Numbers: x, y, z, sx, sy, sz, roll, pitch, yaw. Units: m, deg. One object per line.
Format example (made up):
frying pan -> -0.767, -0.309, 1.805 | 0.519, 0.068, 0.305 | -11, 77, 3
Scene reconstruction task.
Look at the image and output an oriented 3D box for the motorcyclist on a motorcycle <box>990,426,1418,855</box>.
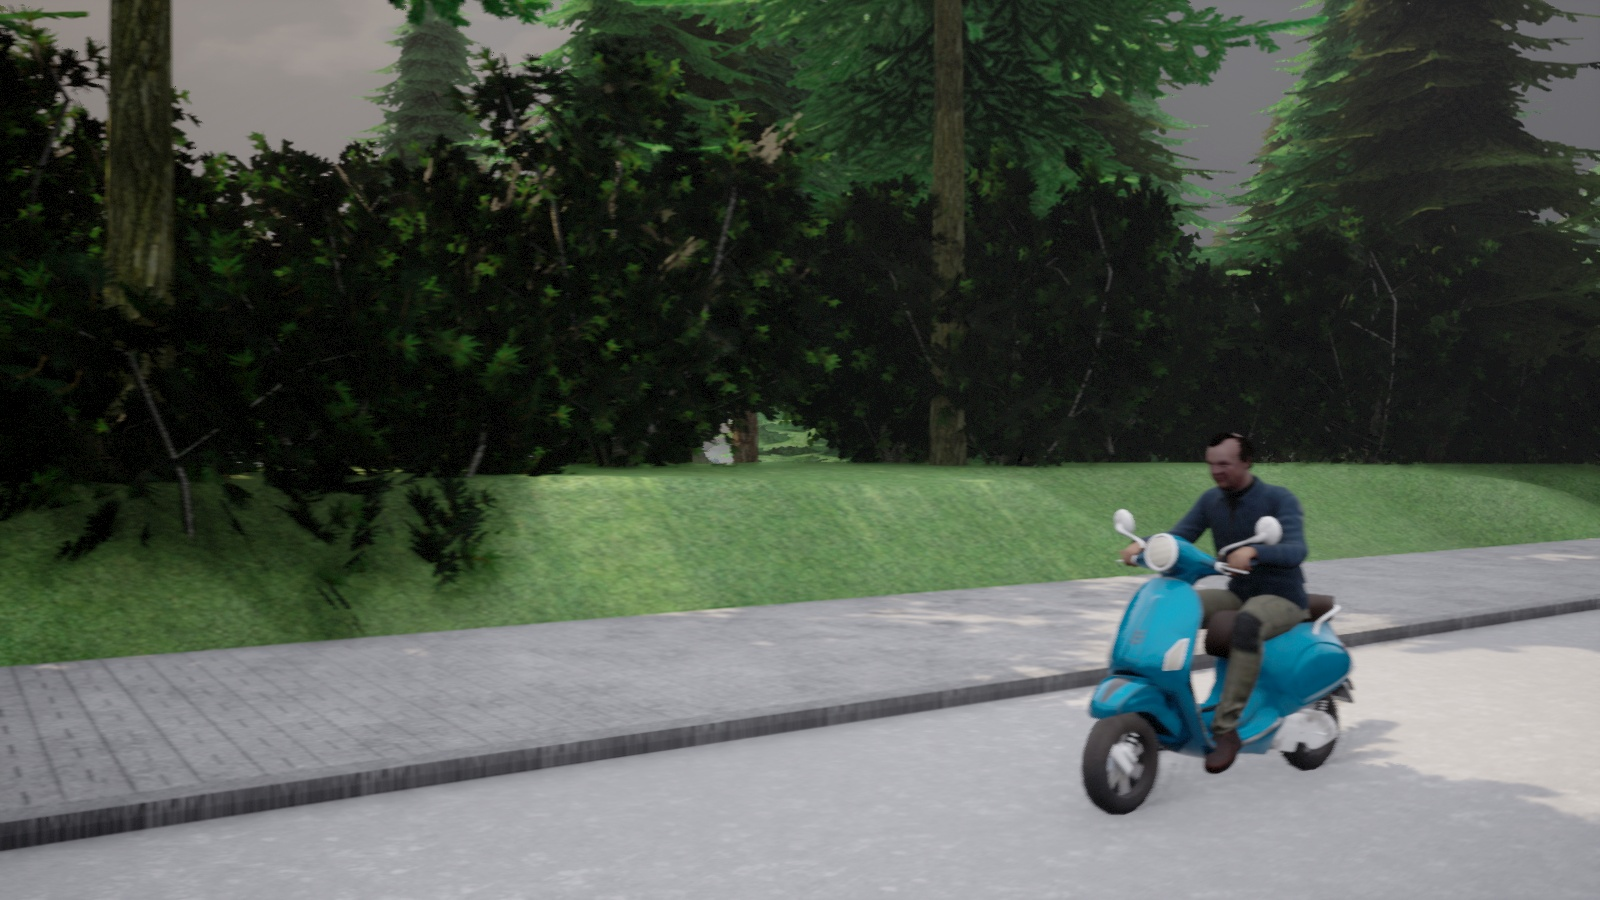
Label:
motorcyclist on a motorcycle -> 1.804, 0.708, 5.524 | 1.817, 1.590, 0.866 | 0, 0, -35
